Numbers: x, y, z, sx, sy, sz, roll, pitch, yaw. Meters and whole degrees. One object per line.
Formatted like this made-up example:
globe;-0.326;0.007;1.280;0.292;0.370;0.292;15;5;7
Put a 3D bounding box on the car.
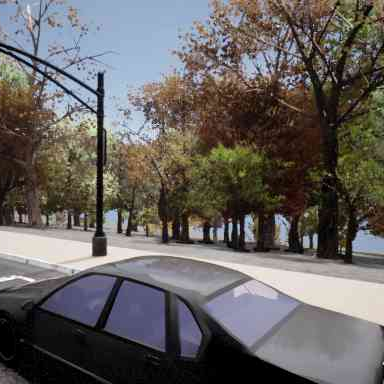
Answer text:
car;-0.551;1.547;4.071;5.357;1.411;2.033;0;0;35
